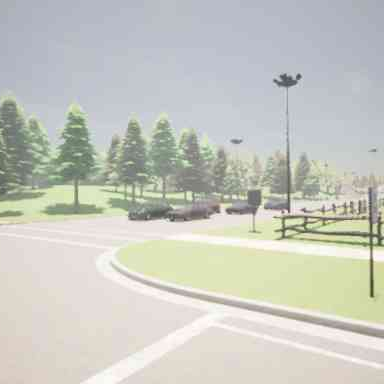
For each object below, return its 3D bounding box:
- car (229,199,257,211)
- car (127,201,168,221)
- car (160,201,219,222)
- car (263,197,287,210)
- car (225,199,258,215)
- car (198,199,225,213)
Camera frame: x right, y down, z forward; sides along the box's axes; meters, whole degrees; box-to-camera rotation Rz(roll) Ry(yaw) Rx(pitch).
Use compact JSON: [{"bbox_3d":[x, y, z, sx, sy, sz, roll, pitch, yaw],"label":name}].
[{"bbox_3d":[7.039,1.765,45.546,1.837,1.490,4.892,-1,0,35],"label":"car"},{"bbox_3d":[-3.729,1.611,30.253,2.097,1.767,4.553,-1,-1,35],"label":"car"},{"bbox_3d":[-0.109,1.762,29.315,2.033,1.411,5.357,-1,0,35],"label":"car"},{"bbox_3d":[11.548,1.568,45.865,2.097,1.767,4.553,-1,-1,35],"label":"car"},{"bbox_3d":[5.684,1.763,37.550,2.033,1.411,5.357,-1,-1,35],"label":"car"},{"bbox_3d":[1.367,1.611,37.498,2.097,1.767,4.553,-1,-1,35],"label":"car"}]
